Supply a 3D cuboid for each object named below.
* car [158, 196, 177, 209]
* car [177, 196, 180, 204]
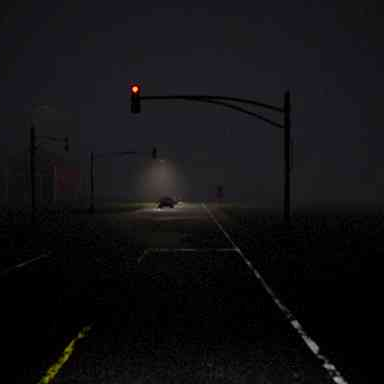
[{"bbox_3d":[-3.469,1.411,45.453,1.882,1.535,5.008,0,0,0],"label":"car"},{"bbox_3d":[-3.426,1.437,56.189,1.812,1.442,4.674,0,1,1],"label":"car"}]
